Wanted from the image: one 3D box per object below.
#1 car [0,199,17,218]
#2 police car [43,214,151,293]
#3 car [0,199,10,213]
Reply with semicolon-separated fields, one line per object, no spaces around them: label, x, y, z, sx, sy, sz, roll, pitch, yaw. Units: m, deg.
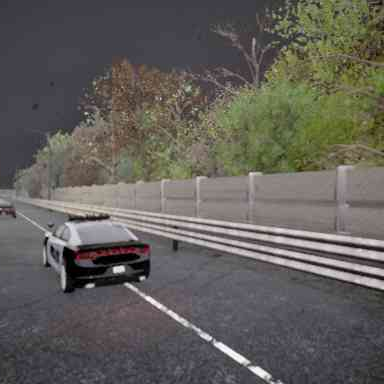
car;-17.496;1.610;30.904;1.837;1.490;4.892;0;0;-31
police car;-2.898;1.448;9.268;1.930;1.638;5.238;0;0;-31
car;-22.759;1.643;39.416;1.837;1.490;4.892;0;0;-31
